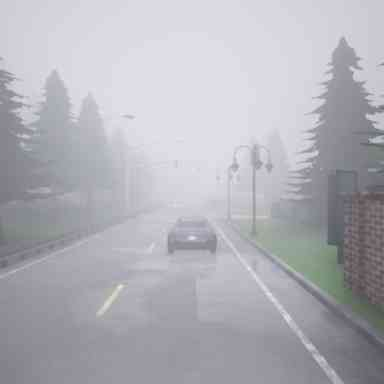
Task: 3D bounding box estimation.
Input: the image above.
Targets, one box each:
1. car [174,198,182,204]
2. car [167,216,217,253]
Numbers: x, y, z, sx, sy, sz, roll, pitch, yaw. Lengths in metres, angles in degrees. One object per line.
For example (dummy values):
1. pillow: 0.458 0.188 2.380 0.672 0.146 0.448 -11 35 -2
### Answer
1. car: -3.486 2.311 83.988 2.128 1.511 4.902 0 -1 0
2. car: 0.006 1.700 14.329 1.994 1.385 4.181 0 0 0
